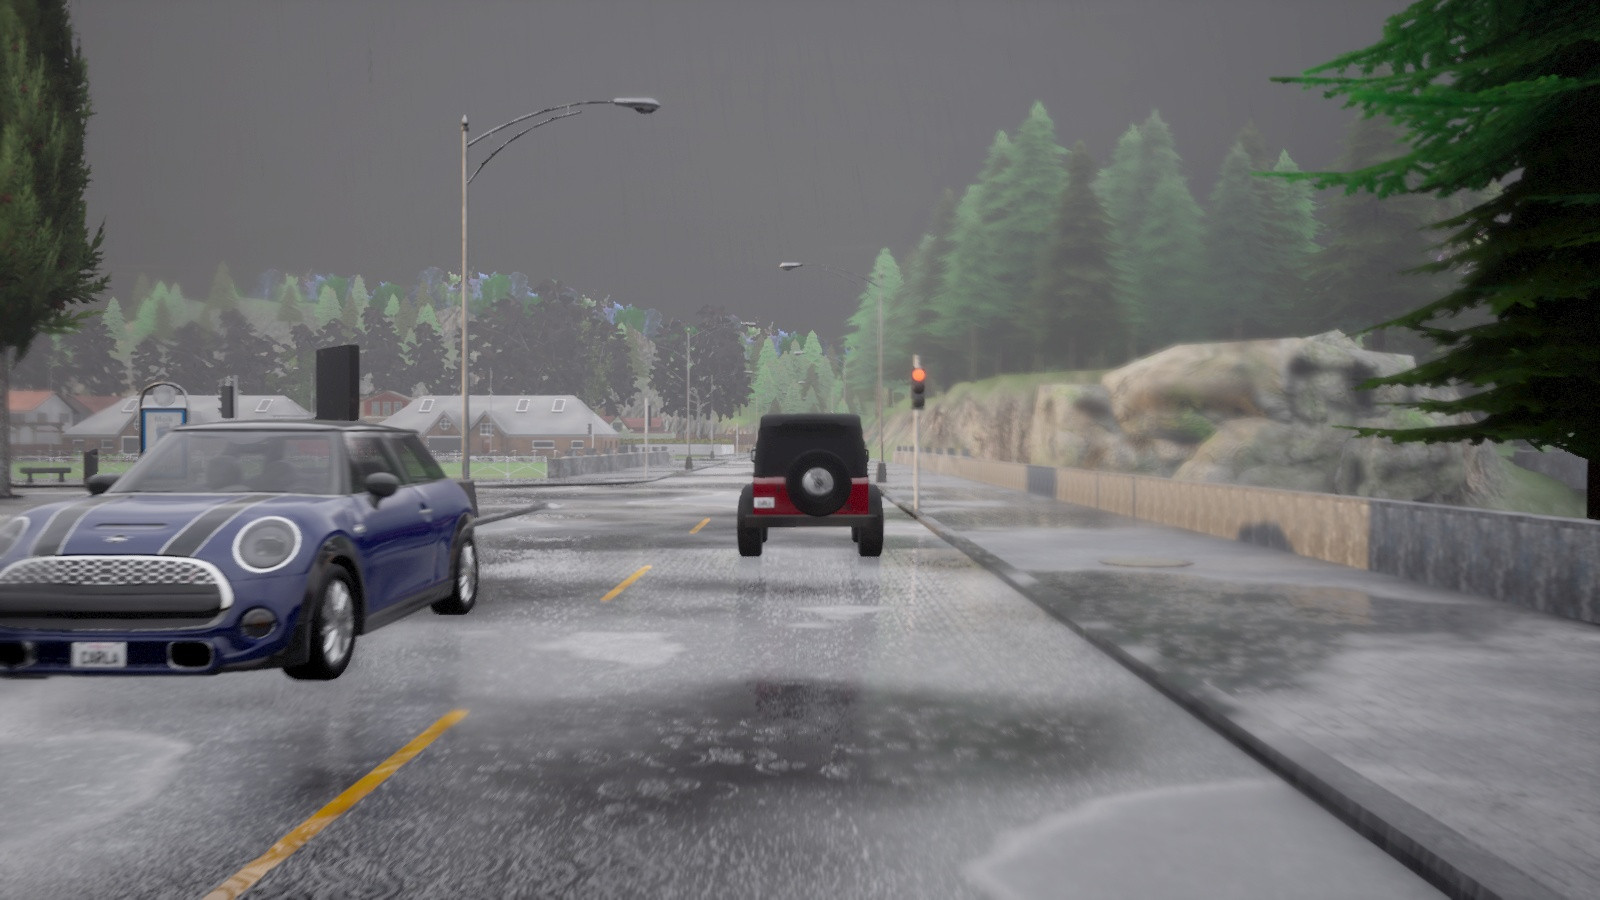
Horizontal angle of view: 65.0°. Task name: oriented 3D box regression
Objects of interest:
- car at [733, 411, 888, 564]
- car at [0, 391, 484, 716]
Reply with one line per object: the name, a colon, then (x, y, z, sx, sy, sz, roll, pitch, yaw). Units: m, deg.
car: (0.140, 0.444, 17.357, 1.905, 1.878, 3.866, 0, 0, 0)
car: (-3.923, 0.550, 9.102, 2.097, 1.767, 4.553, 0, 0, 0)
